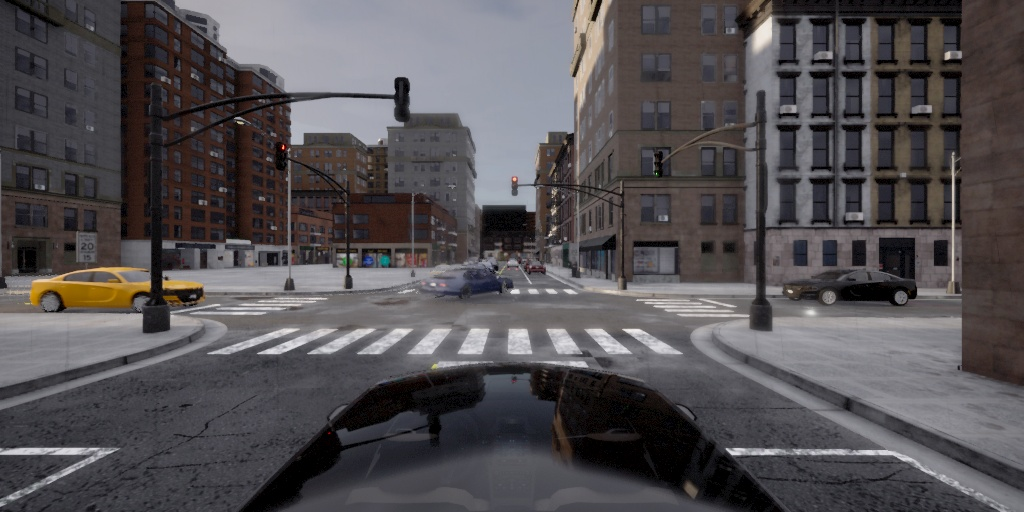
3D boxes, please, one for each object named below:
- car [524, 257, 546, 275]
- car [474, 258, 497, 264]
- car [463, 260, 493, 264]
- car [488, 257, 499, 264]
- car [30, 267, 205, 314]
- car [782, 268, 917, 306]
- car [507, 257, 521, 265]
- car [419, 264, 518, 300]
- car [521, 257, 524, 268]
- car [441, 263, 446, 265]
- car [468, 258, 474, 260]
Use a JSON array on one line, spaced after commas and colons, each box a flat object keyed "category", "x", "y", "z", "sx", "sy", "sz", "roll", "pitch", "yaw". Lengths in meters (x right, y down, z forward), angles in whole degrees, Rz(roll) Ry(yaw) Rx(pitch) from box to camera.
[{"category": "car", "x": 2.650, "y": 1.191, "z": 39.391, "sx": 1.967, "sy": 1.591, "sz": 4.097, "roll": 0, "pitch": 0, "yaw": 0}, {"category": "car", "x": -2.839, "y": 1.277, "z": 38.204, "sx": 1.812, "sy": 1.442, "sz": 4.674, "roll": 0, "pitch": 0, "yaw": 0}, {"category": "car", "x": -2.840, "y": 1.298, "z": 28.153, "sx": 2.033, "sy": 1.411, "sz": 5.357, "roll": 0, "pitch": 0, "yaw": 0}, {"category": "car", "x": -2.818, "y": 1.230, "z": 48.694, "sx": 1.882, "sy": 1.535, "sz": 5.008, "roll": 0, "pitch": 0, "yaw": 0}, {"category": "car", "x": -13.932, "y": 1.164, "z": 12.869, "sx": 5.008, "sy": 1.535, "sz": 1.882, "roll": 0, "pitch": 0, "yaw": 0}, {"category": "car", "x": 14.777, "y": 1.310, "z": 15.858, "sx": 5.008, "sy": 1.535, "sz": 1.882, "roll": 0, "pitch": 0, "yaw": -1}, {"category": "car", "x": 0.124, "y": 1.279, "z": 61.892, "sx": 1.812, "sy": 1.442, "sz": 4.674, "roll": 0, "pitch": 0, "yaw": 0}, {"category": "car", "x": -2.070, "y": 1.294, "z": 17.718, "sx": 2.033, "sy": 1.411, "sz": 5.357, "roll": 0, "pitch": 0, "yaw": 34}, {"category": "car", "x": 2.652, "y": 1.066, "z": 45.054, "sx": 2.192, "sy": 1.841, "sz": 5.009, "roll": 0, "pitch": 0, "yaw": 0}, {"category": "car", "x": -5.379, "y": 1.276, "z": 27.901, "sx": 1.751, "sy": 1.417, "sz": 4.829, "roll": 0, "pitch": 0, "yaw": 0}, {"category": "car", "x": -5.373, "y": 1.302, "z": 45.057, "sx": 2.007, "sy": 1.370, "sz": 4.403, "roll": 0, "pitch": 0, "yaw": 0}]
